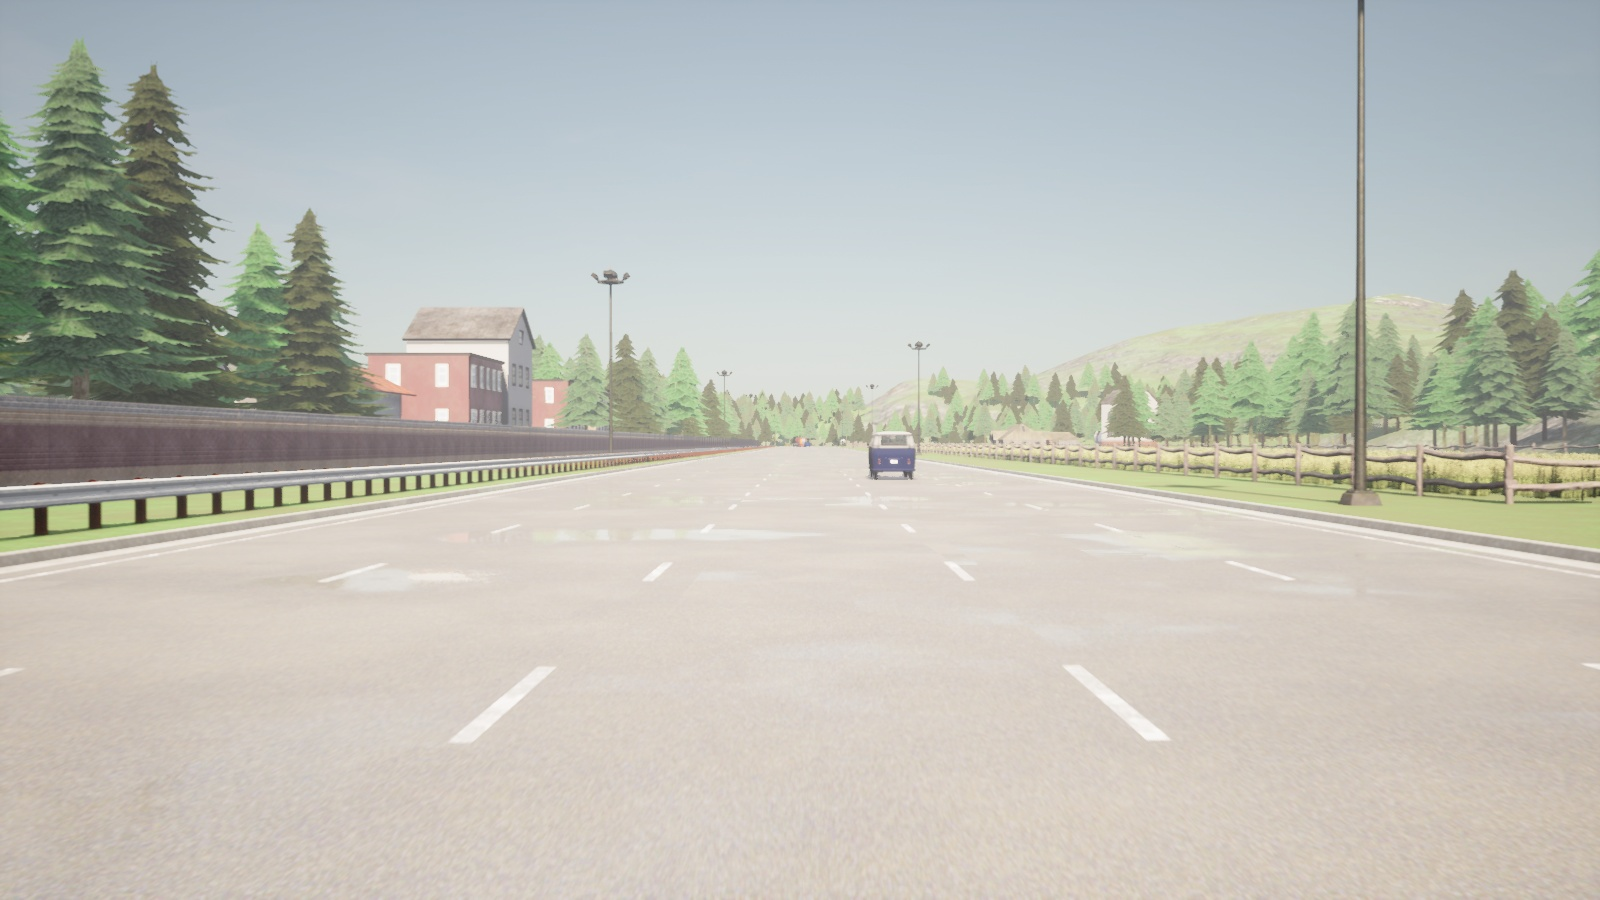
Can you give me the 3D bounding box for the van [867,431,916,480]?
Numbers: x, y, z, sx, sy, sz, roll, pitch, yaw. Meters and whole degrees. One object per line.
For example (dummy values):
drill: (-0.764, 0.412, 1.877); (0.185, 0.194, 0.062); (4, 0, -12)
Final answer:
van: (3.822, 0.203, 53.110); (1.775, 1.987, 4.442); (0, 0, 0)
